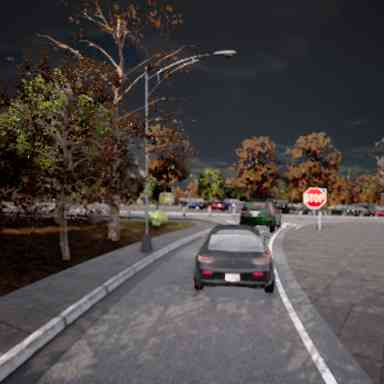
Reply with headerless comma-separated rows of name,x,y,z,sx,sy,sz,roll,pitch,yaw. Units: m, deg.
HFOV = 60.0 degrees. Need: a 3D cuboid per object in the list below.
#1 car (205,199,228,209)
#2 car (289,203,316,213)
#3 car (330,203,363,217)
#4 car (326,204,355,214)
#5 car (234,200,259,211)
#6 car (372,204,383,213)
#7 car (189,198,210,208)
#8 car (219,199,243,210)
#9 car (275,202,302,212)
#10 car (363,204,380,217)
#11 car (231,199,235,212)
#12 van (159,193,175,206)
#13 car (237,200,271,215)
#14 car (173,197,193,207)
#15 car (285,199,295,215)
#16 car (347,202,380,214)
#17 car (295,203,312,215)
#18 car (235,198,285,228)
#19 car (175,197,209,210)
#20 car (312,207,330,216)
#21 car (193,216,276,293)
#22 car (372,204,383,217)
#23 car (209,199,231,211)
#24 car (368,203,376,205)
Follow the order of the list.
car,3.946,1.981,55.432,2.163,1.488,4.792,4,-1,-17
car,19.936,2.833,60.322,2.231,1.521,4.892,3,-1,-17
car,21.188,2.584,46.995,2.185,1.767,4.553,3,-1,-17
car,27.853,3.139,62.574,1.946,1.575,5.366,2,-1,-17
car,9.232,2.284,57.225,1.946,1.575,5.366,4,-1,-17
car,38.453,3.319,66.067,2.185,1.767,4.553,1,0,-17
car,1.176,1.802,54.551,2.002,1.452,4.674,4,-1,-17
car,6.565,2.121,56.403,1.946,1.575,5.366,4,-1,-17
car,17.150,2.704,59.465,2.097,1.535,5.008,3,-1,-17
car,23.842,2.861,47.815,2.163,1.488,4.792,2,-1,-17
car,5.215,1.647,42.139,2.185,1.767,4.553,4,-1,-17
van,-3.974,1.169,52.829,1.878,1.987,4.442,4,0,-17
car,7.868,1.953,42.918,2.097,1.535,5.008,4,-1,-17
car,-1.480,1.614,53.733,2.002,1.452,4.674,4,-1,-17
car,10.537,1.875,43.776,2.435,2.045,5.566,4,-1,-17
car,33.125,3.059,64.422,2.435,2.045,5.566,2,0,-17
car,13.195,2.289,44.558,2.231,1.521,4.892,3,-1,-17
car,4.798,1.536,22.783,2.150,2.045,5.566,0,-1,21
car,-0.088,1.425,40.442,2.163,1.488,4.792,4,-1,-17
car,15.852,2.469,45.353,2.163,1.488,4.792,3,-1,-17
car,1.157,1.608,9.033,1.812,1.442,4.674,0,-1,8
car,26.487,2.974,48.691,2.163,1.488,4.792,2,-1,-17
car,2.549,1.614,41.315,2.163,1.488,4.792,4,-1,-17
car,29.154,2.925,49.515,2.185,1.767,4.553,2,-1,-17
